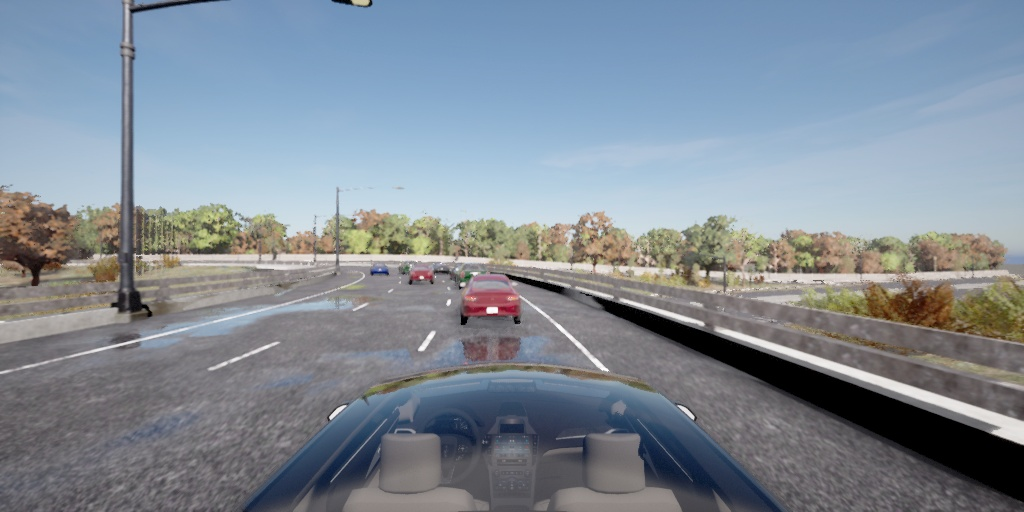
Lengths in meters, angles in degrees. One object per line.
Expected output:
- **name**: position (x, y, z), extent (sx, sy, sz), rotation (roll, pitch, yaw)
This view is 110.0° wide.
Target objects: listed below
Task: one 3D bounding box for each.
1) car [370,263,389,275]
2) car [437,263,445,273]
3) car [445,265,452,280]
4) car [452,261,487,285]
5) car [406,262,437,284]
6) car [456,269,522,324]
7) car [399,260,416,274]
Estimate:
- **car**: position (-15.999, 1.542, 43.208), extent (1.994, 1.385, 4.181), rotation (0, 0, -23)
- **car**: position (-9.228, 1.540, 45.071), extent (1.994, 1.385, 4.181), rotation (0, 0, -23)
- **car**: position (-4.314, 1.450, 31.416), extent (2.033, 1.411, 5.357), rotation (0, 0, -16)
- **car**: position (-2.674, 1.216, 24.119), extent (2.097, 1.767, 4.553), rotation (0, 0, -12)
- **car**: position (-7.189, 1.418, 28.496), extent (1.812, 1.442, 4.674), rotation (0, 0, -14)
- **car**: position (-0.773, 1.328, 12.131), extent (1.812, 1.442, 4.674), rotation (0, 0, -6)
- **car**: position (-12.853, 1.332, 44.660), extent (2.097, 1.767, 4.553), rotation (0, 0, -23)
